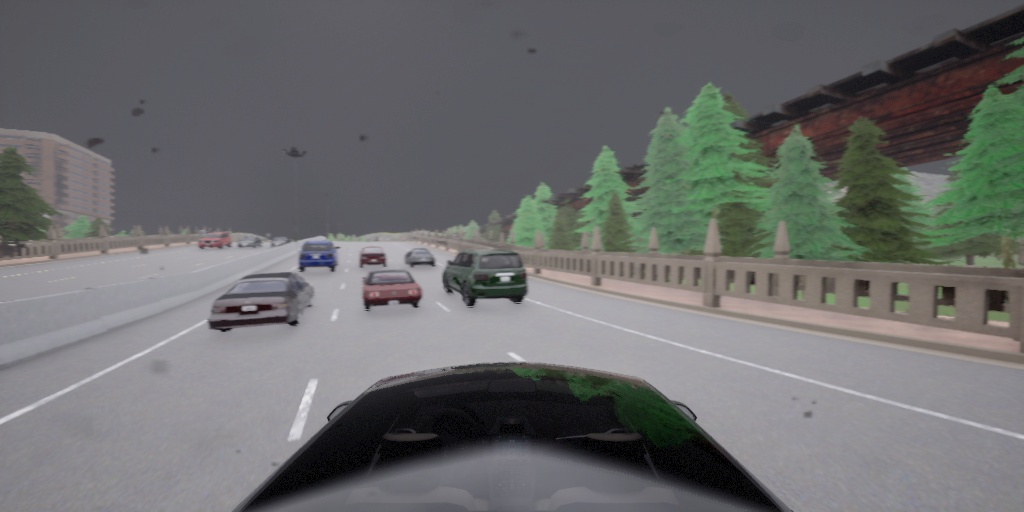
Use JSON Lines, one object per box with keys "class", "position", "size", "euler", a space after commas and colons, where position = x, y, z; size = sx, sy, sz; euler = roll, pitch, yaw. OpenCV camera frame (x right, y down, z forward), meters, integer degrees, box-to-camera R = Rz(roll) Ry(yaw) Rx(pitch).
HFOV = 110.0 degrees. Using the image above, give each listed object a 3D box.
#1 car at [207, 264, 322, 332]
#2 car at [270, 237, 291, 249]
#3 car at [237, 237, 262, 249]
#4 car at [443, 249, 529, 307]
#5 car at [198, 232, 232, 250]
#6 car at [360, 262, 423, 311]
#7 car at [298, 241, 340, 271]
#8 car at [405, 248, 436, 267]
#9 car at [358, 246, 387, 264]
{"class": "car", "position": [-7.362, 1.228, 11.027], "size": [2.033, 1.411, 5.357], "euler": [-1, 3, -23]}
{"class": "car", "position": [-31.477, -1.855, 48.940], "size": [2.128, 1.511, 4.902], "euler": [-1, 5, -23]}
{"class": "car", "position": [-34.621, -1.775, 47.396], "size": [2.128, 1.511, 4.902], "euler": [-1, 5, -23]}
{"class": "car", "position": [-1.264, 0.741, 14.564], "size": [2.150, 2.045, 5.566], "euler": [-1, 3, -23]}
{"class": "car", "position": [-37.660, -1.946, 45.596], "size": [2.150, 2.045, 5.566], "euler": [-1, 5, -23]}
{"class": "car", "position": [-4.726, 1.157, 13.789], "size": [1.895, 1.301, 4.718], "euler": [-1, 3, -23]}
{"class": "car", "position": [-13.557, -0.074, 25.353], "size": [2.150, 2.045, 5.566], "euler": [-1, 5, -23]}
{"class": "car", "position": [-7.461, 0.066, 28.931], "size": [1.994, 1.385, 4.181], "euler": [-1, 5, -23]}
{"class": "car", "position": [-11.019, -0.021, 28.359], "size": [1.882, 1.535, 5.008], "euler": [-1, 5, -23]}
